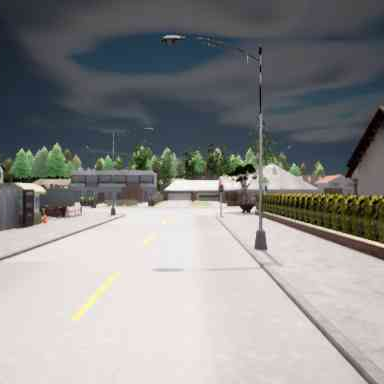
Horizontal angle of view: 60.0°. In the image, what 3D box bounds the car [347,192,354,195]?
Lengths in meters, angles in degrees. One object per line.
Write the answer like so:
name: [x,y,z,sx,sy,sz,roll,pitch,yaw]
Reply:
car: [38.004,0.944,78.375,1.905,1.878,3.866,0,0,0]
